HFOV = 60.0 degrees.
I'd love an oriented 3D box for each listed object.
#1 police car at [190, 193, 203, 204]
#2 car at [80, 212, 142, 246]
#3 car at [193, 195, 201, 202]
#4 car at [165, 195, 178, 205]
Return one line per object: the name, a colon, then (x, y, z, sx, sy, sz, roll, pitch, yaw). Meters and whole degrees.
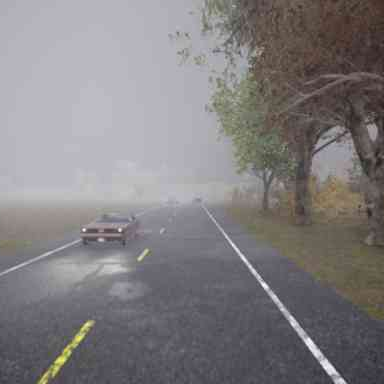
police car: (1.046, 1.363, 63.989, 1.930, 1.638, 5.238, 0, 0, 0)
car: (-3.601, 1.607, 15.451, 1.895, 1.301, 4.718, 0, 0, 0)
car: (1.045, 1.416, 73.880, 1.837, 1.490, 4.892, 0, 0, 0)
car: (-3.546, 1.302, 58.490, 2.097, 1.767, 4.553, 0, 0, 1)
